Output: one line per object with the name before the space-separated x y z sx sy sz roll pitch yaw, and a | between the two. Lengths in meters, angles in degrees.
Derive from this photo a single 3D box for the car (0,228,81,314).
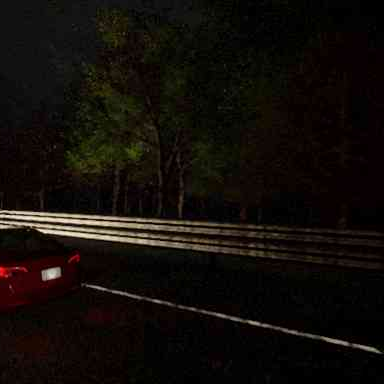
car | -4.481 1.520 7.276 4.792 1.488 2.163 0 0 33
